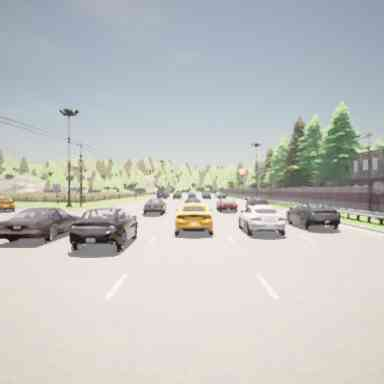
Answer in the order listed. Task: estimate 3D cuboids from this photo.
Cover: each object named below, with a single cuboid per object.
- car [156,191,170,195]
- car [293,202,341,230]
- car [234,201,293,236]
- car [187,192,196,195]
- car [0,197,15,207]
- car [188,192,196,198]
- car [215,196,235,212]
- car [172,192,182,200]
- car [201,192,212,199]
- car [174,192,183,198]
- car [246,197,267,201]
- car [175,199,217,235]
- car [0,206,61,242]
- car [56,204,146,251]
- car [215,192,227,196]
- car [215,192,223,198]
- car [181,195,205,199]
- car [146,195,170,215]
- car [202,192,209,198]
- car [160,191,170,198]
[{"bbox_3d":[-7.008,0.692,76.944,2.150,2.045,5.566,0,0,0],"label":"car"},{"bbox_3d":[7.098,1.355,19.869,2.128,1.511,4.902,0,0,0],"label":"car"},{"bbox_3d":[3.599,1.404,17.592,1.812,1.442,4.674,0,0,0],"label":"car"},{"bbox_3d":[-0.008,0.945,76.917,1.882,1.535,5.008,0,0,0],"label":"car"},{"bbox_3d":[-20.115,1.239,34.836,1.882,1.535,5.008,0,0,-42],"label":"car"},{"bbox_3d":[-0.009,0.715,87.335,1.882,1.535,5.008,0,0,0],"label":"car"},{"bbox_3d":[3.597,1.361,35.060,1.895,1.301,4.718,0,0,0],"label":"car"},{"bbox_3d":[-3.508,0.967,76.917,1.837,1.490,4.892,0,0,0],"label":"car"},{"bbox_3d":[3.492,0.945,76.917,1.882,1.535,5.008,0,0,0],"label":"car"},{"bbox_3d":[-3.509,0.762,87.335,2.128,1.511,4.902,0,0,0],"label":"car"},{"bbox_3d":[7.096,1.242,36.553,2.128,1.511,4.902,0,0,0],"label":"car"},{"bbox_3d":[0.099,1.352,18.085,1.882,1.535,5.008,0,0,0],"label":"car"},{"bbox_3d":[-6.902,1.437,15.652,2.033,1.411,5.357,0,0,0],"label":"car"},{"bbox_3d":[-3.402,1.395,13.573,2.128,1.511,4.902,0,0,0],"label":"car"},{"bbox_3d":[6.992,0.992,76.918,2.128,1.511,4.902,0,0,0],"label":"car"},{"bbox_3d":[6.991,0.761,87.336,1.812,1.442,4.674,0,0,0],"label":"car"},{"bbox_3d":[0.096,1.310,37.162,1.994,1.385,4.181,0,0,0],"label":"car"},{"bbox_3d":[-3.403,1.334,31.224,2.033,1.411,5.357,0,0,0],"label":"car"},{"bbox_3d":[3.491,0.737,87.336,1.837,1.490,4.892,0,0,0],"label":"car"},{"bbox_3d":[-7.009,0.592,87.304,2.097,1.767,4.553,0,0,0],"label":"car"}]
